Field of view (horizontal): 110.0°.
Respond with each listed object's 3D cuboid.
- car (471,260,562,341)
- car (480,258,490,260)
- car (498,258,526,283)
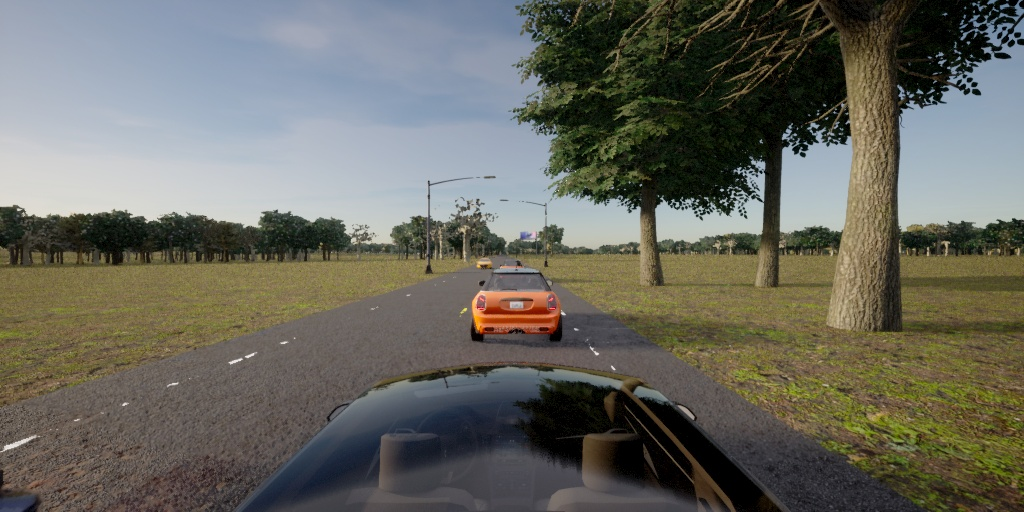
[{"bbox_3d":[0.105,1.098,10.016,2.097,1.767,4.553,0,0,0],"label":"car"},{"bbox_3d":[-3.777,1.074,49.945,1.882,1.535,5.008,0,0,0],"label":"car"},{"bbox_3d":[0.060,1.078,28.858,2.097,1.767,4.553,0,0,1],"label":"car"}]
